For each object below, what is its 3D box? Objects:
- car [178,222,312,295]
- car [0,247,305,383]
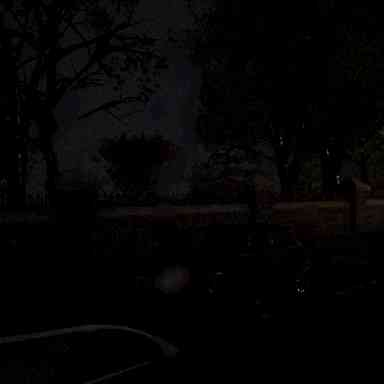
[{"bbox_3d":[0.623,1.440,6.974,4.097,1.590,1.967,0,0,-35],"label":"car"},{"bbox_3d":[-1.720,1.491,2.159,4.902,1.511,2.128,0,0,-35],"label":"car"}]
